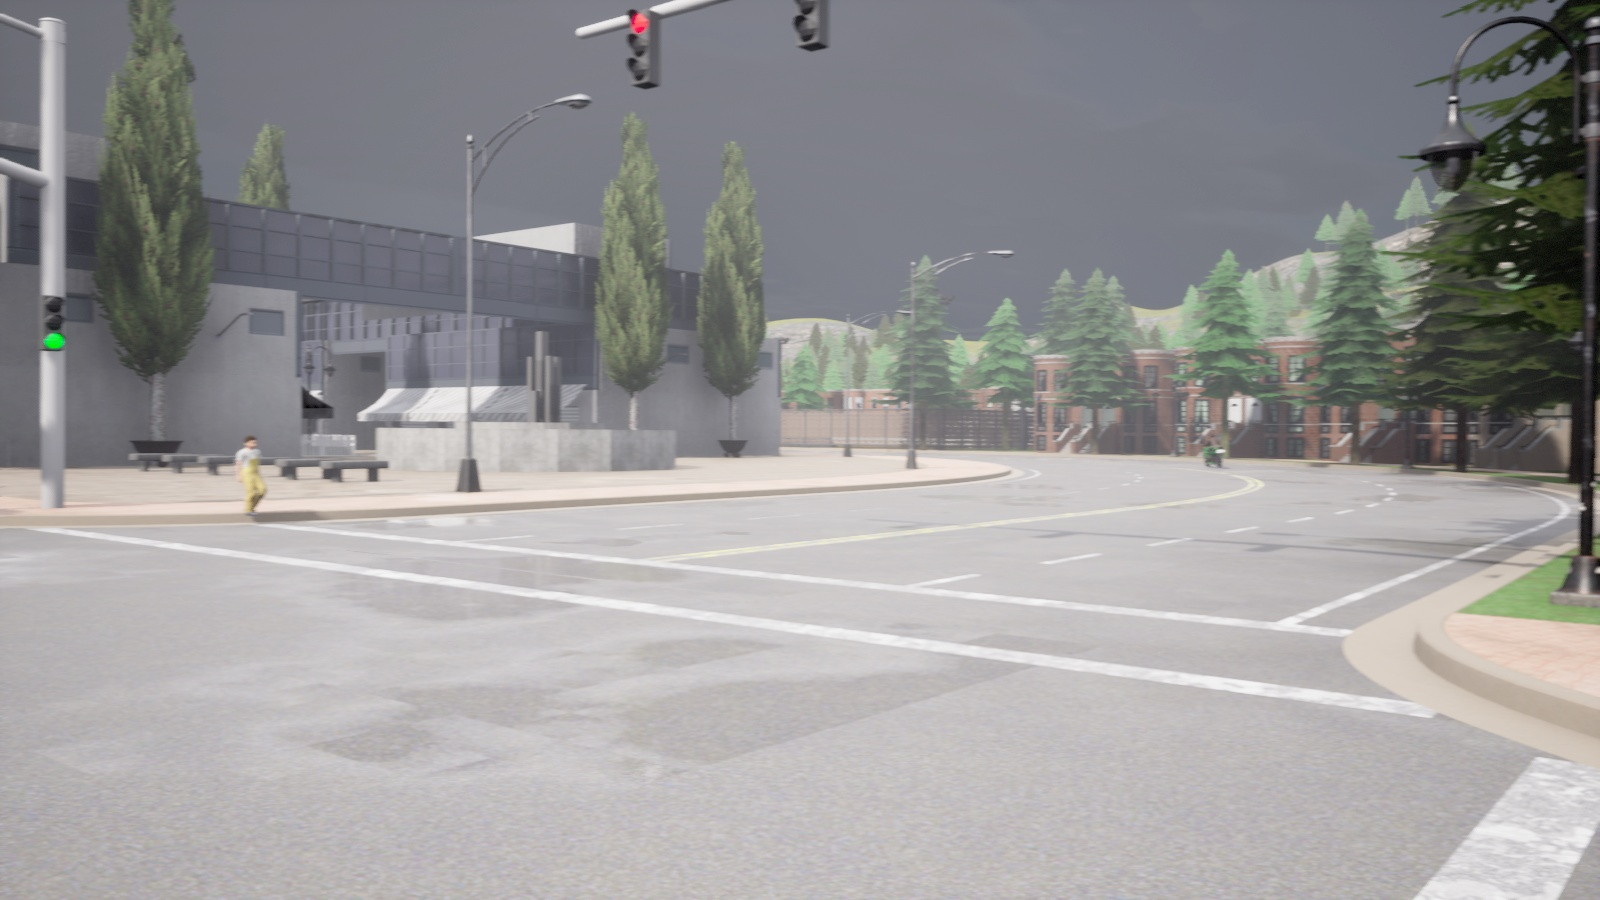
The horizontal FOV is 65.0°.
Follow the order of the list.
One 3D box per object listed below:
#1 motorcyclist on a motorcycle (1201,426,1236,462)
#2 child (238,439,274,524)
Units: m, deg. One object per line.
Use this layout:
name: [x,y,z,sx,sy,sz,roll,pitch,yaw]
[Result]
motorcyclist on a motorcycle: [18.254,-0.286,54.862,0.797,1.523,2.044,-1,1,-1]
child: [-8.194,0.471,18.906,0.437,1.263,0.270,0,1,29]
